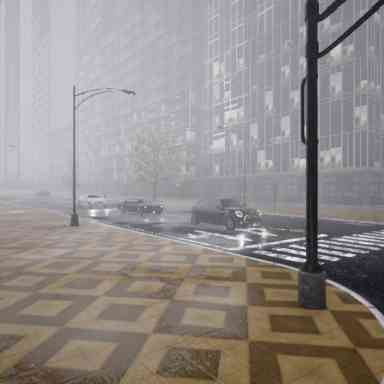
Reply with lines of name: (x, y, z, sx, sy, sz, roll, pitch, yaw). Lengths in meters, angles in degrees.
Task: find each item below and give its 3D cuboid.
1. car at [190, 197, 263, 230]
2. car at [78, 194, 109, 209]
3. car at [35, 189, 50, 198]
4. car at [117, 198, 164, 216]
car: (1.906, 1.104, 19.216, 2.097, 1.767, 4.553, 0, 1, -38)
car: (-10.501, 0.910, 34.966, 1.812, 1.442, 4.674, 0, 1, -38)
car: (-28.602, 0.236, 63.592, 1.882, 1.535, 5.008, 0, 1, -38)
car: (-4.254, 1.171, 27.019, 1.895, 1.301, 4.718, 0, 1, -38)
